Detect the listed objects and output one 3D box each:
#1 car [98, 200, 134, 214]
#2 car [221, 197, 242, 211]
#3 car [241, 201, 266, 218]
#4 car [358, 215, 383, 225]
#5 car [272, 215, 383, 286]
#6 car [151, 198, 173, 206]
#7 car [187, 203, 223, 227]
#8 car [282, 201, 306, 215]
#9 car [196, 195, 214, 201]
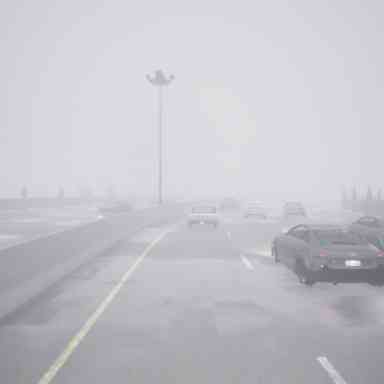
[{"bbox_3d":[-7.811,1.549,34.816,2.033,1.411,5.357,0,0,13],"label":"car"},{"bbox_3d":[4.830,1.352,40.242,2.097,1.767,4.553,0,0,18],"label":"car"},{"bbox_3d":[5.703,1.526,30.177,1.812,1.442,4.674,0,0,12],"label":"car"},{"bbox_3d":[7.182,1.564,12.602,1.994,1.385,4.181,0,0,2],"label":"car"},{"bbox_3d":[3.625,1.564,9.455,1.994,1.385,4.181,0,0,1],"label":"car"},{"bbox_3d":[-4.894,1.602,54.606,1.895,1.301,4.718,0,0,24],"label":"car"},{"bbox_3d":[0.884,1.601,22.581,1.895,1.301,4.718,0,0,7],"label":"car"},{"bbox_3d":[9.241,1.547,30.228,2.033,1.411,5.357,0,0,13],"label":"car"},{"bbox_3d":[2.153,1.351,53.248,2.097,1.767,4.553,0,0,24],"label":"car"}]
